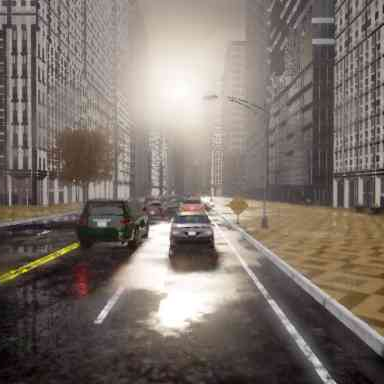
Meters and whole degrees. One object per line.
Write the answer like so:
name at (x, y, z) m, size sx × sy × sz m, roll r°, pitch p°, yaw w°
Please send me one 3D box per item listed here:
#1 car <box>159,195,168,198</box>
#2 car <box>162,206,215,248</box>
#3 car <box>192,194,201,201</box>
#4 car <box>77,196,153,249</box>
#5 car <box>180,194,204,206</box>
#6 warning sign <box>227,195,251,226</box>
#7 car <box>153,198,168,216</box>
car at (-6.499, 1.511, 76.747) m, size 2.033 × 1.411 × 5.357 m, roll 0°, pitch 0°, yaw 0°
car at (0.000, 1.558, 14.653) m, size 2.033 × 1.411 × 5.357 m, roll 0°, pitch 0°, yaw 0°
car at (1.138, 1.328, 86.601) m, size 2.097 × 1.767 × 4.553 m, roll 0°, pitch 0°, yaw 0°
car at (-3.250, 1.252, 14.681) m, size 2.150 × 2.045 × 5.566 m, roll 0°, pitch 0°, yaw 0°
car at (0.000, 1.357, 29.624) m, size 2.097 × 1.767 × 4.553 m, roll 0°, pitch 0°, yaw 0°
warning sign at (2.865, 1.108, 20.605) m, size 1.300 × 1.860 × 1.060 m, roll 1°, pitch 1°, yaw 0°
car at (-3.250, 1.524, 29.654) m, size 1.812 × 1.442 × 4.674 m, roll 0°, pitch 0°, yaw 0°
